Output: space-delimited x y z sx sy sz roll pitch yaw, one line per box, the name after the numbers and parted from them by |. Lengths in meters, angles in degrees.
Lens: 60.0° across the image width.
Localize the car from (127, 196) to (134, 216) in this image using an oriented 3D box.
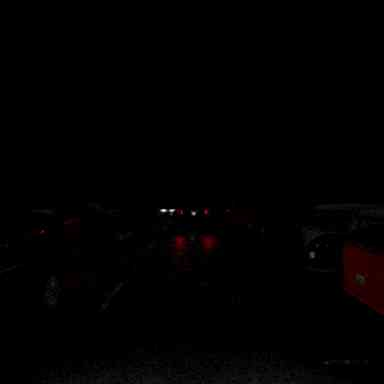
-8.070 1.489 30.970 4.553 1.767 2.185 0 0 0 | car

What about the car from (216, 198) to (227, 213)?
5.036 1.613 30.843 5.008 1.535 2.097 0 0 0 | car

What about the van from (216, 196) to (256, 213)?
5.158 1.424 39.154 4.442 1.987 1.878 0 0 0 | van

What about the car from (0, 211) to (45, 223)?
-8.068 1.558 11.536 4.792 1.488 2.163 0 0 0 | car

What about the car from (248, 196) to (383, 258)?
5.013 1.277 11.452 5.566 2.045 2.435 0 0 0 | car

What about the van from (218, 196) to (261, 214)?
5.159 1.413 36.509 4.442 1.987 1.878 0 0 0 | van

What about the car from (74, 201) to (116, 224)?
-8.045 1.579 22.641 4.892 1.521 2.231 0 0 0 | car

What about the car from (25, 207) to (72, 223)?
-8.068 1.570 14.313 4.792 1.488 2.163 0 0 0 | car

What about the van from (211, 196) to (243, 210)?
4.925 1.532 47.448 4.442 1.987 1.878 0 -1 0 | van

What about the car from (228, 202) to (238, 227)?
5.044 1.617 22.657 4.674 1.452 2.002 0 0 0 | car

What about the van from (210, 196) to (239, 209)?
5.160 1.646 52.986 4.442 1.987 1.878 0 -1 0 | van

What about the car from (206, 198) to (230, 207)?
5.012 1.973 64.064 4.553 1.767 2.185 0 -1 0 | car

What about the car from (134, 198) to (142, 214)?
-8.044 1.626 33.746 5.008 1.535 2.097 0 0 0 | car

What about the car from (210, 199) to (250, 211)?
5.047 1.701 44.674 5.008 1.535 2.097 0 -1 0 | car

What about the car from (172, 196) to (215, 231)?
0.101 1.316 21.625 2.150 2.045 5.566 0 0 0 | car

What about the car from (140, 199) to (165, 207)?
-8.007 2.189 67.034 4.792 1.488 2.163 0 -1 0 | car

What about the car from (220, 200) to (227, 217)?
5.039 1.641 28.072 4.674 1.452 2.002 0 0 0 | car

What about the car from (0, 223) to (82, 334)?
-3.599 1.511 5.045 2.128 1.511 4.902 0 0 0 | car

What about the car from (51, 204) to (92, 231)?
-8.224 1.550 17.089 5.366 1.575 1.946 0 0 0 | car

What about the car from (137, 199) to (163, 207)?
-8.034 2.143 64.259 4.674 1.452 2.002 0 -1 0 | car

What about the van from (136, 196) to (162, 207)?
-7.920 1.820 61.489 4.442 1.987 1.878 0 -1 0 | van

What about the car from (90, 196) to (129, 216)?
-8.070 1.476 28.194 4.553 1.767 2.185 0 0 0 | car

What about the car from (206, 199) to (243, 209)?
4.858 1.812 50.211 5.366 1.575 1.946 0 -1 0 | car

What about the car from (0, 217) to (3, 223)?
-8.068 1.546 8.760 4.792 1.488 2.163 0 0 0 | car

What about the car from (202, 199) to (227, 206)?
4.858 2.268 72.367 5.366 1.575 1.946 0 -1 0 | car

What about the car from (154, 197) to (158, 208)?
-8.035 1.859 50.381 4.674 1.452 2.002 0 -1 0 | car

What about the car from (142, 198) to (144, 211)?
-8.035 1.679 36.522 4.674 1.452 2.002 0 0 0 | car

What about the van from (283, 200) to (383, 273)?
4.924 1.290 8.682 4.442 1.987 1.878 0 0 0 | van

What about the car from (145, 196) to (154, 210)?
-8.009 1.412 42.075 5.566 2.045 2.435 0 0 0 | car

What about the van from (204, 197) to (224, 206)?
5.161 2.184 78.031 4.442 1.987 1.878 0 -2 0 | van

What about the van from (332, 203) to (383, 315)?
5.157 1.278 5.912 4.442 1.987 1.878 0 0 0 | van

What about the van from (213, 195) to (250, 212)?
4.926 1.437 42.057 4.442 1.987 1.878 0 -1 0 | van

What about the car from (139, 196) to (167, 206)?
-8.065 1.966 69.816 5.566 2.045 2.435 0 -1 0 | car

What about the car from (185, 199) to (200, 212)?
0.101 1.700 42.830 1.837 1.490 4.892 0 0 0 | car

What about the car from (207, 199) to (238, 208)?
5.037 1.929 55.751 4.892 1.521 2.231 0 -1 0 | car

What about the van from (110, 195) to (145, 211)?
-8.155 1.425 39.299 4.442 1.987 1.878 0 0 0 | van

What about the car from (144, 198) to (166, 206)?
-8.005 2.151 72.585 4.553 1.767 2.185 0 -1 0 | car

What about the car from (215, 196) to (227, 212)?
5.013 1.375 33.739 5.566 2.045 2.435 0 0 0 | car

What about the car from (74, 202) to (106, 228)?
-8.032 1.566 19.865 4.892 1.521 2.231 0 0 0 | car

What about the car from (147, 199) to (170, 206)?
-8.221 2.490 80.897 5.366 1.575 1.946 0 -2 0 | car

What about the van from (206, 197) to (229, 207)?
5.160 1.930 66.835 4.442 1.987 1.878 0 -1 0 | van

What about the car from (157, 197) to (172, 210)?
-3.573 1.874 48.980 1.994 1.385 4.181 0 -1 0 | car

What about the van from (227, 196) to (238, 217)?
5.158 1.364 25.429 4.442 1.987 1.878 0 0 0 | van

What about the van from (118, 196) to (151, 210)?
-8.154 1.536 47.611 4.442 1.987 1.878 0 -1 0 | van

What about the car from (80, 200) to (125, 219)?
-8.224 1.587 25.417 5.366 1.575 1.946 0 0 0 | car

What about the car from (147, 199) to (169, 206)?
-8.031 2.414 78.129 4.892 1.521 2.231 0 -2 0 | car

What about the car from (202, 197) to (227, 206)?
5.071 2.082 75.141 5.566 2.045 2.435 0 -2 0 | car

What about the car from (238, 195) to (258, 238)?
5.013 1.289 14.222 5.566 2.045 2.435 0 0 0 | car
